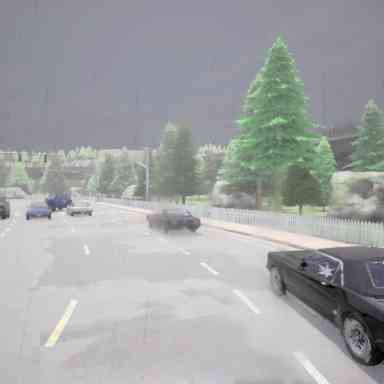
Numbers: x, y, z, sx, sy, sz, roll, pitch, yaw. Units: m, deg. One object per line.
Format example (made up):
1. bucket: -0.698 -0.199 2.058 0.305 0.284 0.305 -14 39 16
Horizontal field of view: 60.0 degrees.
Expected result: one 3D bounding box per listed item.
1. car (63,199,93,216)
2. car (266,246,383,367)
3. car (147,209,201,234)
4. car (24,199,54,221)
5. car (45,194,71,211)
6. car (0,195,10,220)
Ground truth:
1. car: -10.998 1.626 32.379 1.895 1.301 4.718 0 0 -27
2. car: 2.889 1.604 5.799 1.895 1.301 4.718 0 0 -7
3. car: -1.235 1.616 19.456 1.895 1.301 4.718 0 0 -22
4. car: -12.839 1.547 27.932 1.812 1.442 4.674 0 0 -24
5. car: -16.491 1.266 40.683 2.150 2.045 5.566 0 0 -40
6. car: -16.903 1.247 28.436 2.150 2.045 5.566 0 0 -25
